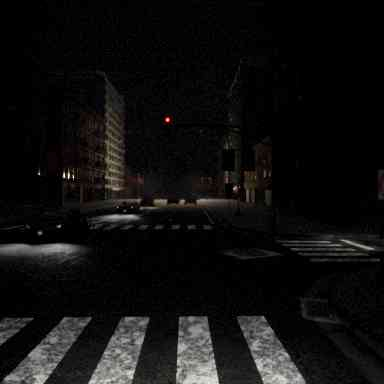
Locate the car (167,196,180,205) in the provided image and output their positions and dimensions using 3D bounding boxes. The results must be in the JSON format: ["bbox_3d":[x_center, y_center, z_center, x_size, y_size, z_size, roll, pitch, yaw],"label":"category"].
[{"bbox_3d":[-3.410,1.469,59.711,1.882,1.535,5.008,0,0,0],"label":"car"}]

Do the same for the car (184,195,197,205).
[{"bbox_3d":[-0.252,1.344,58.281,2.097,1.767,4.553,0,0,0],"label":"car"}]

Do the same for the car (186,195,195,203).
[{"bbox_3d":[-0.296,1.467,68.314,1.882,1.535,5.008,0,0,0],"label":"car"}]

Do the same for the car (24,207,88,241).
[{"bbox_3d":[-6.678,1.537,16.921,1.812,1.442,4.674,0,0,0],"label":"car"}]

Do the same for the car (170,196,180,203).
[{"bbox_3d":[-3.468,1.590,69.864,1.895,1.301,4.718,0,0,0],"label":"car"}]

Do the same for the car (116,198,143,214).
[{"bbox_3d":[-6.754,1.599,35.550,1.895,1.301,4.718,0,0,0],"label":"car"}]

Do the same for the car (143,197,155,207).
[{"bbox_3d":[-6.808,1.501,50.692,1.837,1.490,4.892,0,0,0],"label":"car"}]
